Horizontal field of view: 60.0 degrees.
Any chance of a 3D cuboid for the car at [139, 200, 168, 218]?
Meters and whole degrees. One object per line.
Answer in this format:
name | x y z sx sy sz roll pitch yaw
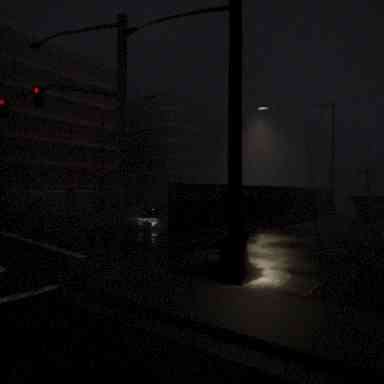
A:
car | -2.618 1.423 29.399 1.812 1.442 4.674 0 0 35
